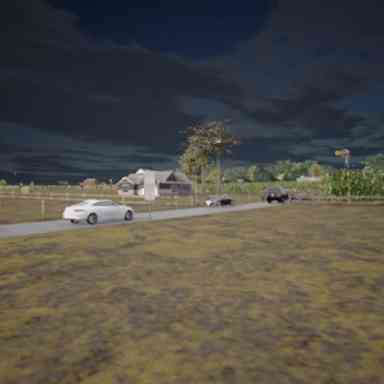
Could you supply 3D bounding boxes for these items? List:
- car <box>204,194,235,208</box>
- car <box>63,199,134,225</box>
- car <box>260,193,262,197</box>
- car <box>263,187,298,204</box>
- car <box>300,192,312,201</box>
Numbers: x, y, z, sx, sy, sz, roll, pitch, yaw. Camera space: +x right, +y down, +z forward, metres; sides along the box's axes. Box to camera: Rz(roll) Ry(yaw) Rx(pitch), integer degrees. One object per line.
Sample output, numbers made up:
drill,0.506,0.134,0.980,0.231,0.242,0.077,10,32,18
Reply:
car,3.178,0.981,38.017,2.128,1.511,4.902,-1,0,35
car,-5.657,1.163,20.594,1.812,1.442,4.674,-1,0,35
car,12.388,0.199,50.904,2.150,2.045,5.566,-1,0,35
car,12.109,0.535,45.655,2.150,2.045,5.566,-1,0,36
car,18.030,0.743,54.099,2.033,1.411,5.357,-1,0,35
